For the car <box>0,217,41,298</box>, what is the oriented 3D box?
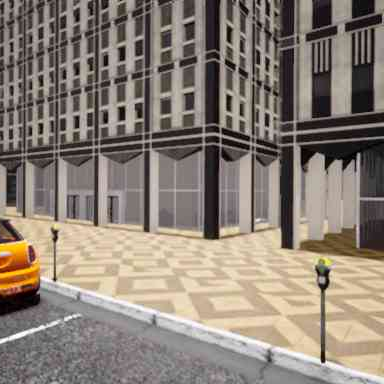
[{"bbox_3d":[-5.215,1.212,6.946,4.553,1.767,2.097,1,1,35],"label":"car"}]
